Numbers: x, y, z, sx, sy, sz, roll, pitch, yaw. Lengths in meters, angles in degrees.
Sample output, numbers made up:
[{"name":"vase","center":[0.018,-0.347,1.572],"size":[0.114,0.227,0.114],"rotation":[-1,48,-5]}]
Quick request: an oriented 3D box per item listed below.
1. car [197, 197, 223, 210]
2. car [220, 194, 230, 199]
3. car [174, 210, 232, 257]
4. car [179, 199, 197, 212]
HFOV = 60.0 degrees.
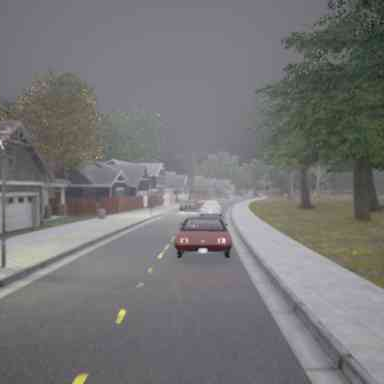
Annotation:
[{"name":"car","center":[1.785,1.503,30.324],"size":[1.812,1.442,4.674],"rotation":[0,0,6]},{"name":"car","center":[7.822,1.168,78.787],"size":[1.837,1.490,4.892],"rotation":[0,0,15]},{"name":"car","center":[0.464,1.594,12.905],"size":[1.895,1.301,4.718],"rotation":[0,0,3]},{"name":"car","center":[-0.234,1.526,38.313],"size":[1.994,1.385,4.181],"rotation":[0,0,7]}]
